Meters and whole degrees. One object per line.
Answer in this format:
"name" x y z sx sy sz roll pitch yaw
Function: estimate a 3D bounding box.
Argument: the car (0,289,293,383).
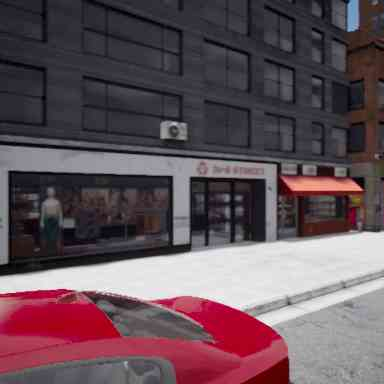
"car" -1.541 1.478 1.850 5.008 1.535 1.882 0 0 -36
